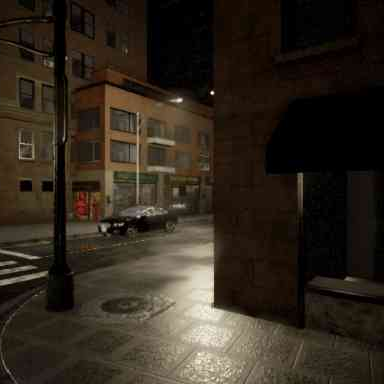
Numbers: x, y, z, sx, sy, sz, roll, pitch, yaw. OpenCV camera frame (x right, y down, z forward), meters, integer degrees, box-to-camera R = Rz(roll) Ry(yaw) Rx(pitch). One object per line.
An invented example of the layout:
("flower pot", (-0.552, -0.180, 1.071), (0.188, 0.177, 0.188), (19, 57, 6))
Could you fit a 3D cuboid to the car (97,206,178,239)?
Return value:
("car", (-2.738, 1.525, 17.706), (2.128, 1.511, 4.902), (0, 0, 35))
